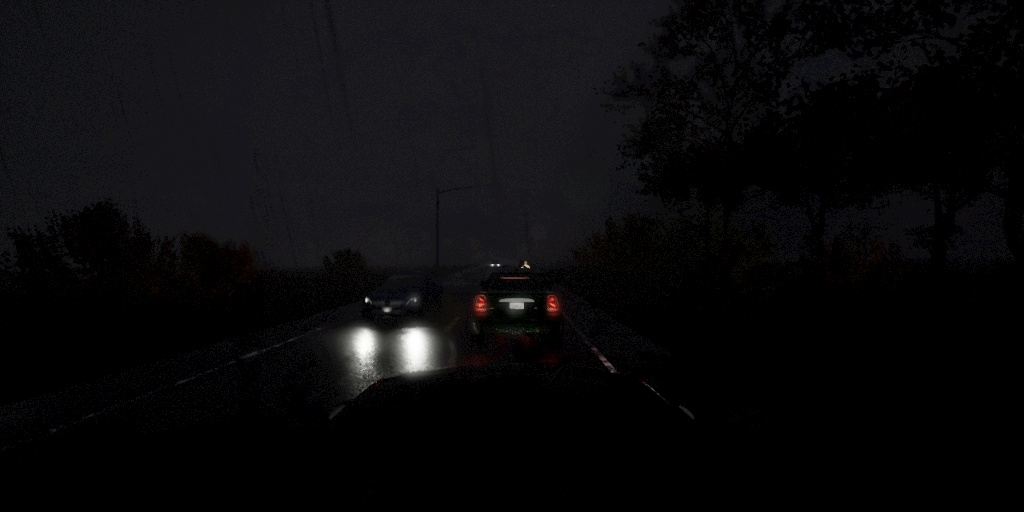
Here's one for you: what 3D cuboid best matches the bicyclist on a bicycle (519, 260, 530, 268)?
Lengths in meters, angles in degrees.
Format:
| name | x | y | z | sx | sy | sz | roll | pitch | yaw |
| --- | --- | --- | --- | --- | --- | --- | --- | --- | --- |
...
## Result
| name | x | y | z | sx | sy | sz | roll | pitch | yaw |
| --- | --- | --- | --- | --- | --- | --- | --- | --- | --- |
| bicyclist on a bicycle | 0.972 | 1.177 | 25.710 | 0.866 | 1.612 | 1.509 | 0 | 0 | 1 |

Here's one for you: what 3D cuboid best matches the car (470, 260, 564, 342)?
| name | x | y | z | sx | sy | sz | roll | pitch | yaw |
| --- | --- | --- | --- | --- | --- | --- | --- | --- | --- |
| car | 0.112 | 1.099 | 9.888 | 2.097 | 1.767 | 4.553 | 0 | 0 | 0 |

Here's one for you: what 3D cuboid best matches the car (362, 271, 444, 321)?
| name | x | y | z | sx | sy | sz | roll | pitch | yaw |
| --- | --- | --- | --- | --- | --- | --- | --- | --- | --- |
| car | -3.574 | 1.272 | 12.582 | 1.812 | 1.442 | 4.674 | 0 | 0 | 0 |
